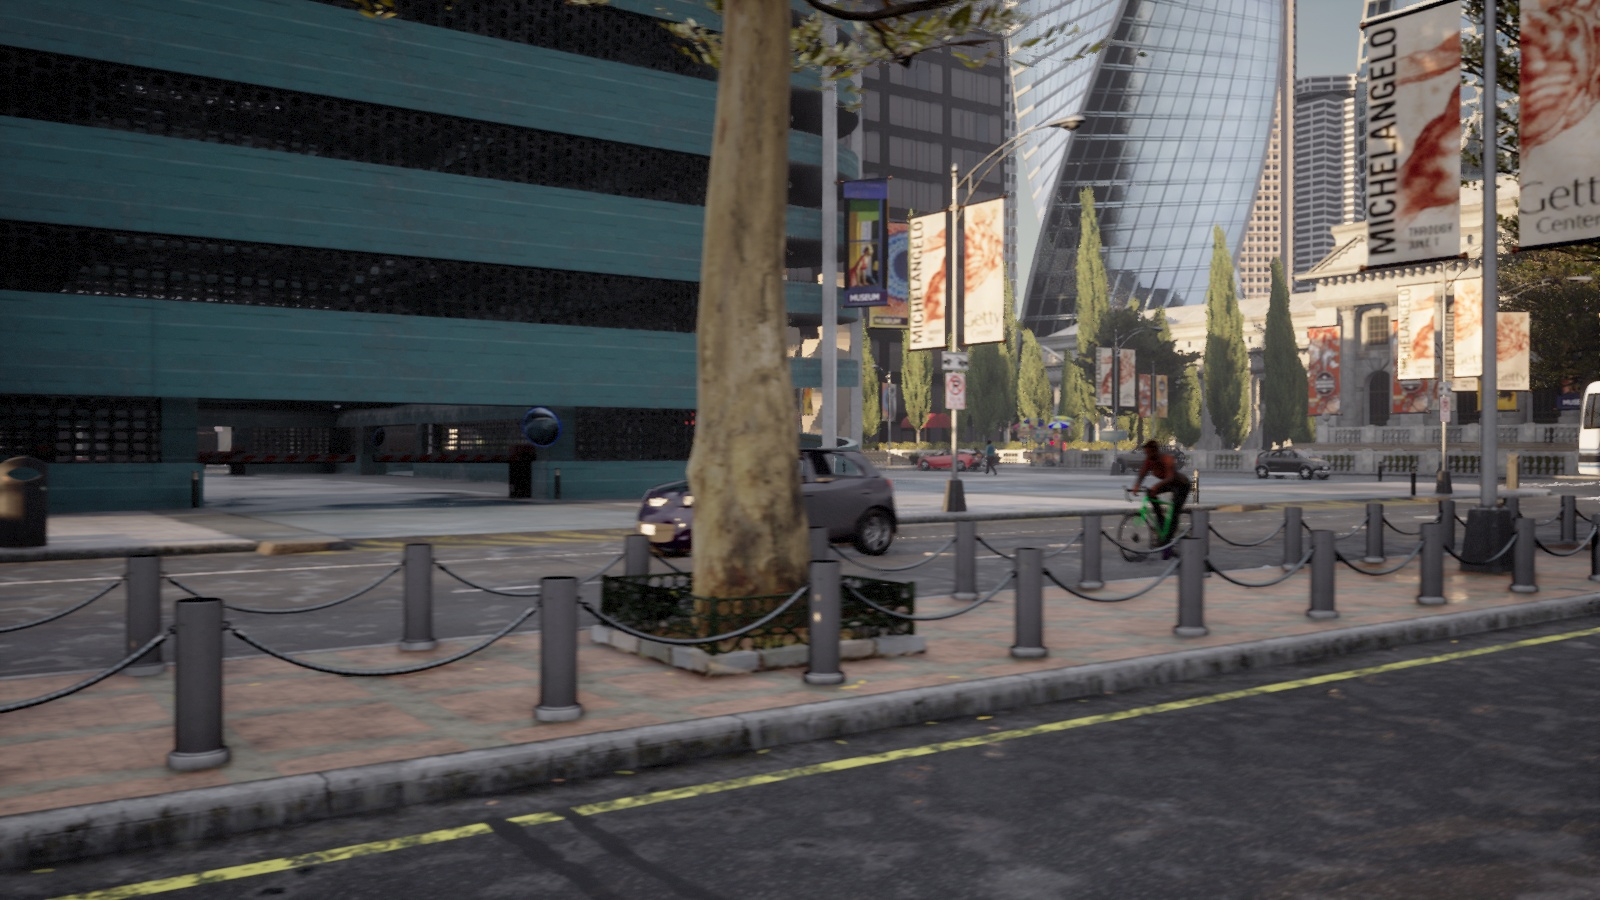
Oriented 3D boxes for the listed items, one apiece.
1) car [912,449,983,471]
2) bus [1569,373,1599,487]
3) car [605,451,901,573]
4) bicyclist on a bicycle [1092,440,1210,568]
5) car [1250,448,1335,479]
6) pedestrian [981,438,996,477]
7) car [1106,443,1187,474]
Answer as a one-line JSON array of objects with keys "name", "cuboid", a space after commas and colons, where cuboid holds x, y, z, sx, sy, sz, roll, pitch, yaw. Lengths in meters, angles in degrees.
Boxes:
[{"name": "car", "cuboid": [10.260, 0.677, 87.607, 4.514, 1.525, 2.007, 0, 0, 36]}, {"name": "bus", "cuboid": [31.254, -0.706, 44.033, 3.944, 4.253, 10.273, 1, 0, 11]}, {"name": "car", "cuboid": [-0.610, 0.763, 17.254, 3.633, 1.501, 1.845, 0, 0, -35]}, {"name": "bicyclist on a bicycle", "cuboid": [4.669, 0.688, 16.668, 1.656, 1.620, 0.582, -1, 0, -35]}, {"name": "car", "cuboid": [25.373, 0.667, 64.775, 1.789, 1.549, 3.705, 0, 0, -35]}, {"name": "pedestrian", "cuboid": [9.568, 0.386, 63.672, 0.396, 1.930, 0.692, 0, 0, -37]}, {"name": "car", "cuboid": [21.158, 0.518, 76.911, 1.932, 1.855, 4.605, 0, 0, -35]}]
